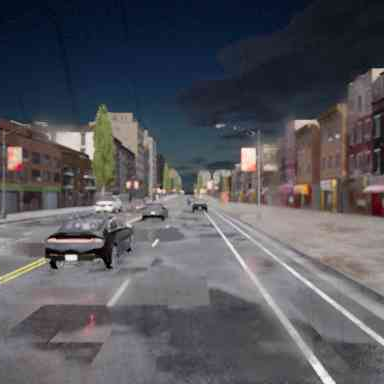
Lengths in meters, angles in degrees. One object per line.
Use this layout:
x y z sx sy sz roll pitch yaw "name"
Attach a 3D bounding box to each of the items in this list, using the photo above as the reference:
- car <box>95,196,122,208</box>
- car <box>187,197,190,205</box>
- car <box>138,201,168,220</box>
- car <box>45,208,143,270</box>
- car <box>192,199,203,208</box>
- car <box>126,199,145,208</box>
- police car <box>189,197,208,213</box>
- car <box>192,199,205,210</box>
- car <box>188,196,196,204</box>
-9.856 1.484 39.707 2.150 2.045 5.566 0 0 0 "car"
-0.032 2.038 76.527 2.097 1.767 4.553 0 -1 0 "car"
-3.165 1.690 28.985 1.994 1.385 4.181 0 -1 0 "car"
-3.159 1.509 11.116 2.128 1.511 4.902 0 0 0 "car"
0.950 1.974 57.932 1.801 1.575 5.366 0 -1 0 "car"
-6.605 1.624 40.298 2.097 1.767 4.553 0 -1 0 "car"
0.957 1.719 41.852 1.930 1.638 5.238 0 -1 0 "police car"
0.953 1.931 51.740 1.837 1.490 4.892 0 -1 0 "car"
-0.040 2.320 93.816 2.150 2.045 5.566 0 -1 0 "car"
